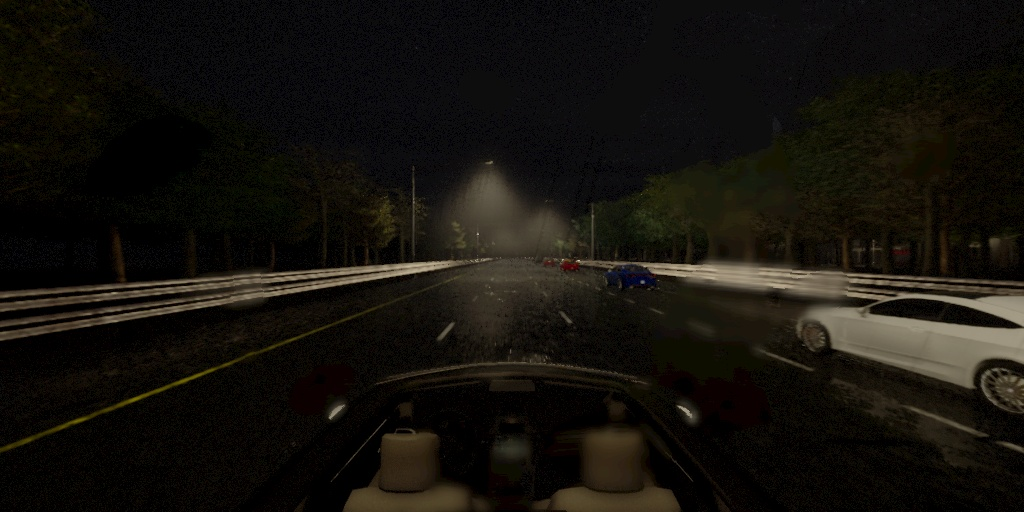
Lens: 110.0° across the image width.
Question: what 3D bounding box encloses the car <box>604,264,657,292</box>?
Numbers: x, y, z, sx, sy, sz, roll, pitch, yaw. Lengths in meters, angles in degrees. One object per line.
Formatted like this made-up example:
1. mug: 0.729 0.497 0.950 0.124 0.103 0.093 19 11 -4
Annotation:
1. car: 7.010 1.246 21.697 1.882 1.535 5.008 0 0 0

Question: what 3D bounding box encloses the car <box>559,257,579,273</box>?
1. car: 7.070 1.272 44.612 1.882 1.535 5.008 0 0 0

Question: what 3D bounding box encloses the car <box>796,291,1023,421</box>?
1. car: 7.000 1.280 5.697 1.812 1.442 4.674 0 0 0
